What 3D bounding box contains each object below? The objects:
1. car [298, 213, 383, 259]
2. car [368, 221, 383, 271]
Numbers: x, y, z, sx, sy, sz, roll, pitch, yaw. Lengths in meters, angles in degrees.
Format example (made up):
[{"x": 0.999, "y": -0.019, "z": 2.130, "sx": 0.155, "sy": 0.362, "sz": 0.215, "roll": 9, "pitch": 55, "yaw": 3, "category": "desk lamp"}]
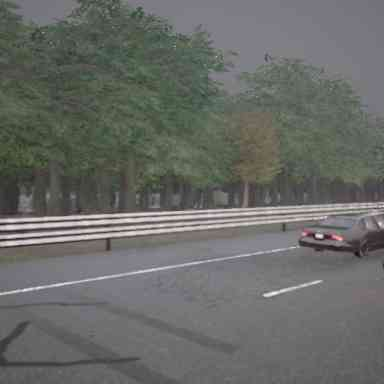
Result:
[{"x": 6.278, "y": 1.502, "z": 12.517, "sx": 5.357, "sy": 1.411, "sz": 2.033, "roll": 0, "pitch": 0, "yaw": -35, "category": "car"}, {"x": 7.112, "y": 1.507, "z": 8.817, "sx": 5.357, "sy": 1.411, "sz": 2.033, "roll": 0, "pitch": 0, "yaw": -35, "category": "car"}]
